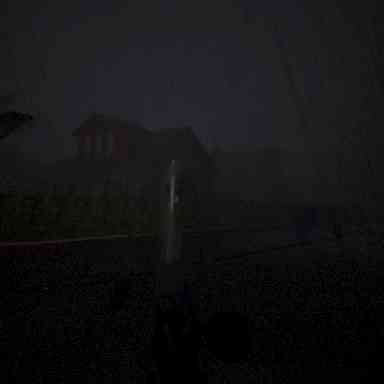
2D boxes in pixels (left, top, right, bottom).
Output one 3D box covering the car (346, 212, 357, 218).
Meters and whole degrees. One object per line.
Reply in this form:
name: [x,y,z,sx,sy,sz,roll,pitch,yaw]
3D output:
car: [16.811,2.507,39.916,5.357,1.415,2.033,2,-1,44]
